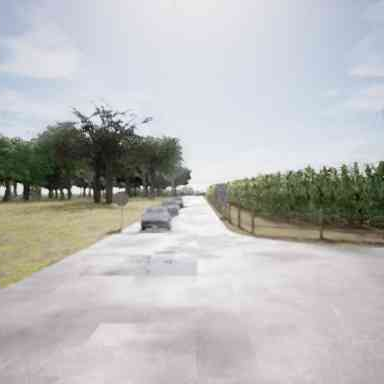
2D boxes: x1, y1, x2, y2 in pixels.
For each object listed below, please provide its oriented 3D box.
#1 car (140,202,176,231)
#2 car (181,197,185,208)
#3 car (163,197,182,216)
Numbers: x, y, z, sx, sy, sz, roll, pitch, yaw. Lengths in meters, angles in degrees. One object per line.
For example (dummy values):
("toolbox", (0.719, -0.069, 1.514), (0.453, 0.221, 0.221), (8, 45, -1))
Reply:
("car", (-2.264, 1.653, 21.917), (2.033, 1.411, 5.357), (0, 0, -3))
("car", (-2.061, 1.476, 46.881), (1.837, 1.490, 4.892), (0, 1, 1))
("car", (-2.277, 1.585, 33.846), (1.837, 1.490, 4.892), (0, 0, 1))
